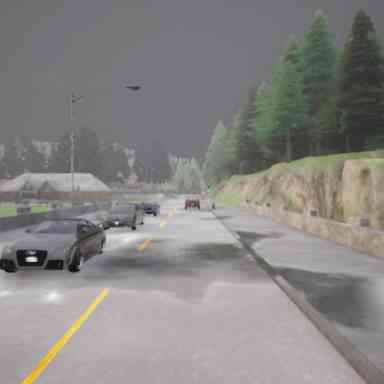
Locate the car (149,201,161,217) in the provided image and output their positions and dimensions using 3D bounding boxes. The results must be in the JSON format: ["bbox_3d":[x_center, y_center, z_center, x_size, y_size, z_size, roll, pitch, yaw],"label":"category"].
[{"bbox_3d":[-4.007,1.503,30.685,1.895,1.301,4.718,0,0,0],"label":"car"}]

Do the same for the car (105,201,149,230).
[{"bbox_3d":[-4.082,1.439,20.503,1.837,1.490,4.892,0,0,0],"label":"car"}]

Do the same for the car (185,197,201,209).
[{"bbox_3d":[0.074,1.342,42.328,1.882,1.535,5.008,0,0,0],"label":"car"}]

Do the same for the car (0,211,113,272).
[{"bbox_3d":[-4.098,1.530,10.488,1.994,1.385,4.181,0,0,0],"label":"car"}]
